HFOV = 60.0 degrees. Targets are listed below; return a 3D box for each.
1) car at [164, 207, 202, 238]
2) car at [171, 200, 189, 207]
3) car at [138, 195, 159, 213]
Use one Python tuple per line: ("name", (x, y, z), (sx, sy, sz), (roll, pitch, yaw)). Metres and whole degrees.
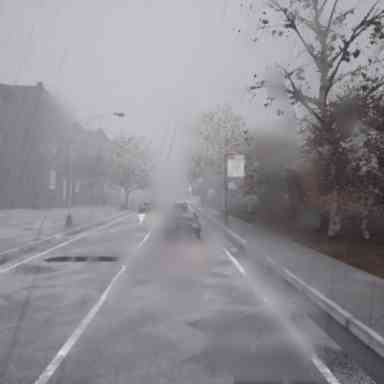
("car", (-0.528, 1.704, 18.243), (1.895, 1.301, 4.718), (0, 0, -2))
("car", (-1.503, 1.731, 41.547), (1.837, 1.490, 4.892), (0, 0, -2))
("car", (-5.140, 1.440, 40.134), (2.150, 2.045, 5.566), (0, 0, -2))
